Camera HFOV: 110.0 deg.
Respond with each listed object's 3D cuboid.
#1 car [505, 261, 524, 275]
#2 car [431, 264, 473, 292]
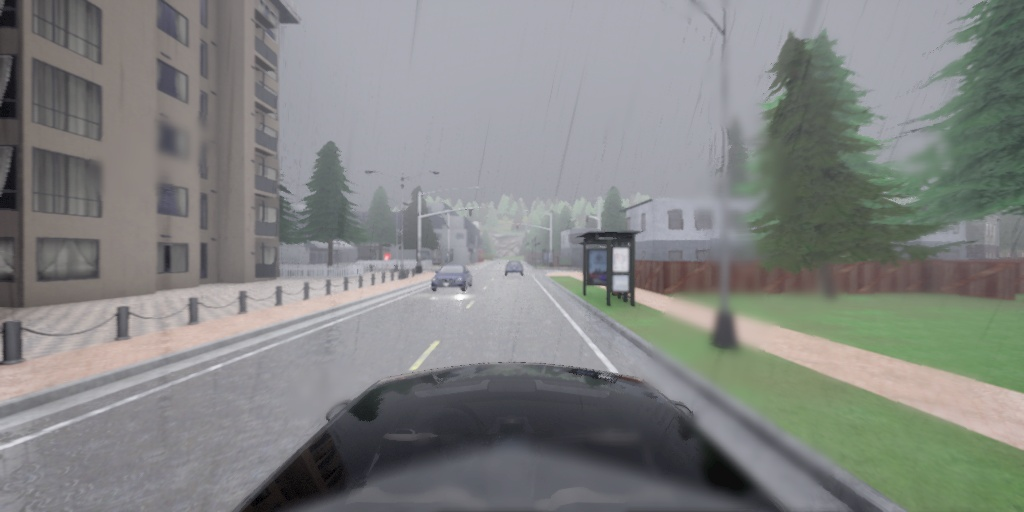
[{"bbox_3d":[0.221,1.180,36.270,2.033,1.411,5.357,0,0,0],"label":"car"},{"bbox_3d":[-3.386,1.204,20.867,1.812,1.442,4.674,0,0,0],"label":"car"}]
